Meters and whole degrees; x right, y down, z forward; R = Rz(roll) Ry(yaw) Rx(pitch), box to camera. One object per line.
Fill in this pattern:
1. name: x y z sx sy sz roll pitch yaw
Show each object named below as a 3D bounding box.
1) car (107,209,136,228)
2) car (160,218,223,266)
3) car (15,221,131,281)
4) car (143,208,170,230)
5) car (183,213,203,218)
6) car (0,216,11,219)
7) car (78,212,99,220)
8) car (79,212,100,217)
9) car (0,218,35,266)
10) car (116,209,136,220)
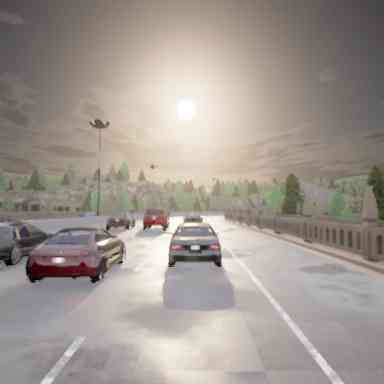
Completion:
1. car: -6.900 2.741 32.809 2.097 1.767 4.553 0 -3 0
2. car: 0.100 1.874 12.662 2.033 1.411 5.357 0 -3 0
3. car: -3.400 1.792 10.480 1.994 1.385 4.181 0 -2 0
4. car: -3.399 2.586 32.355 2.150 2.045 5.566 0 -3 0
5. car: 0.101 2.909 33.106 1.837 1.490 4.892 0 -3 0
6. car: -14.100 2.467 23.901 2.033 1.411 5.357 0 -3 0
7. car: -20.236 4.635 64.980 2.033 1.411 5.357 0 -3 5
8. car: -17.346 4.171 57.403 1.882 1.535 5.008 0 -3 3
9. car: -6.900 1.877 12.708 2.033 1.411 5.357 0 -3 0
10. car: -13.040 4.376 66.259 2.150 2.045 5.566 -1 -3 8
